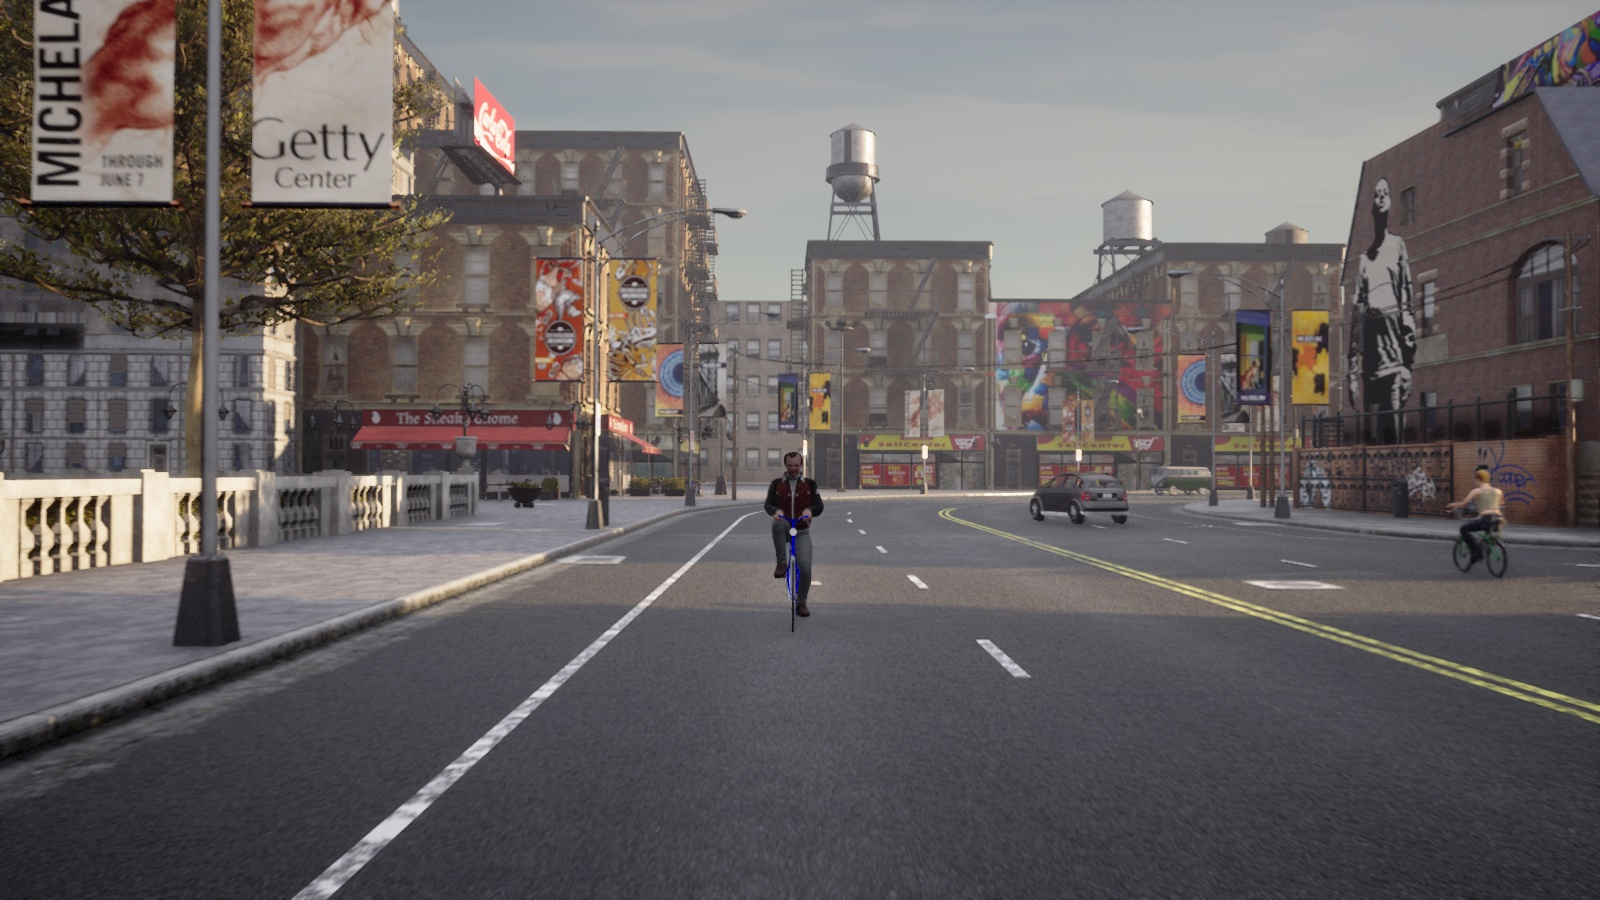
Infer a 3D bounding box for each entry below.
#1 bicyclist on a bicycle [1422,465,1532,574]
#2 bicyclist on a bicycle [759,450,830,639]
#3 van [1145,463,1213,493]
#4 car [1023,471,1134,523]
[{"bbox_3d":[10.418,1.038,19.393,0.866,1.612,1.509,0,-1,0],"label":"bicyclist on a bicycle"},{"bbox_3d":[-0.061,0.901,12.722,0.659,1.776,1.843,0,-1,0],"label":"bicyclist on a bicycle"},{"bbox_3d":[26.239,1.934,86.904,4.442,1.987,1.775,0,-1,-24],"label":"van"},{"bbox_3d":[8.608,1.422,39.157,1.789,1.549,3.705,0,-1,-17],"label":"car"}]
